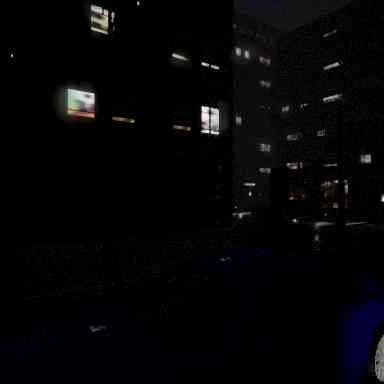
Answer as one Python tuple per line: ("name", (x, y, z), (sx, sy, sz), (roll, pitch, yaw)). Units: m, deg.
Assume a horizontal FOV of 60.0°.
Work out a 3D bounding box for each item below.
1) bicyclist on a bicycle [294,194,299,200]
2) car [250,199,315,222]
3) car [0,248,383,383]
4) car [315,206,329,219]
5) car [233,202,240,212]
("bicyclist on a bicycle", (11.451, 1.011, 36.190), (1.656, 1.620, 0.582), (0, 1, -36))
("car", (6.206, 1.342, 24.168), (2.008, 1.369, 4.403), (1, 0, -36))
("car", (0.530, 1.477, 3.756), (5.008, 1.535, 1.882), (0, 0, -35))
("car", (8.223, 1.318, 25.813), (1.812, 1.442, 4.674), (0, 1, -37))
("car", (2.723, 1.167, 33.332), (1.837, 1.490, 4.892), (0, 1, -36))
